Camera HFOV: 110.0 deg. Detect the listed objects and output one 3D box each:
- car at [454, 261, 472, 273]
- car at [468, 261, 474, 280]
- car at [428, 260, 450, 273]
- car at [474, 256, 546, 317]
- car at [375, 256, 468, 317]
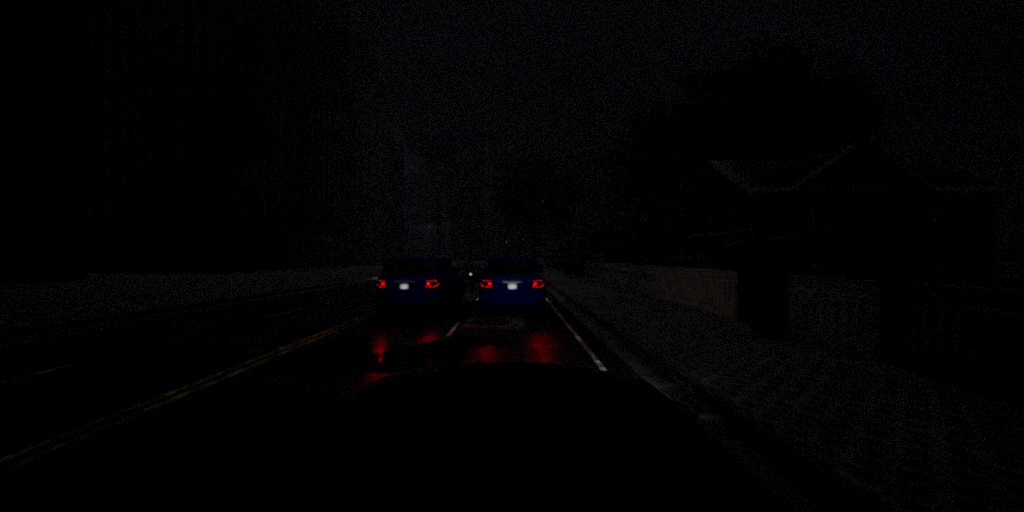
[{"bbox_3d":[-6.574,1.409,48.644,1.837,1.490,4.892,0,0,0],"label":"car"},{"bbox_3d":[-3.189,1.396,29.850,1.994,1.385,4.181,0,0,1],"label":"car"},{"bbox_3d":[-9.823,1.382,48.579,1.882,1.535,5.008,0,0,0],"label":"car"},{"bbox_3d":[0.035,1.005,13.466,2.150,2.045,5.566,0,0,0],"label":"car"},{"bbox_3d":[-3.215,1.005,13.459,2.150,2.045,5.566,0,0,1],"label":"car"}]
